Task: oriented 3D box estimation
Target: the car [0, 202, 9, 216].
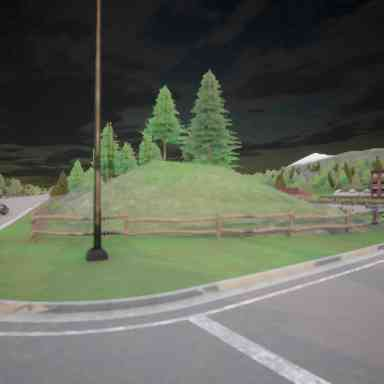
[{"bbox_3d":[-20.629,1.789,35.167,1.994,1.385,4.181,0,0,-22],"label":"car"}]
